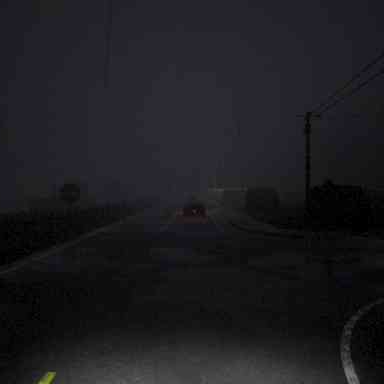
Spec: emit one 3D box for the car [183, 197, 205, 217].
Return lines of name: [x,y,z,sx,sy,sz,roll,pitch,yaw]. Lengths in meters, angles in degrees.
car: [0.190,1.475,30.843,1.882,1.535,5.008,0,0,0]
